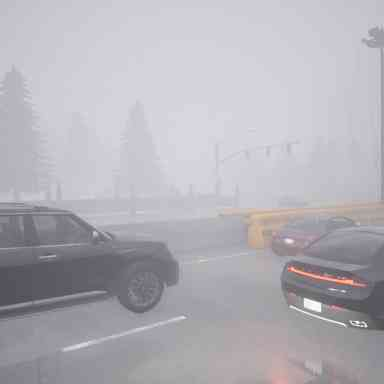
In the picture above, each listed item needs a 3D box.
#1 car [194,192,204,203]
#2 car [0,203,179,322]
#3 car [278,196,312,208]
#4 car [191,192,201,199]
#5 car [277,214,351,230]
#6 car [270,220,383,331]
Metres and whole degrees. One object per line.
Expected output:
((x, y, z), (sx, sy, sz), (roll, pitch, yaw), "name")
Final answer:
((1.615, 1.060, 54.494), (1.812, 1.442, 4.674), (-1, 1, -35), "car")
((-2.922, 1.217, 5.961), (5.566, 2.045, 2.150), (0, 0, -36), "car")
((11.438, 1.110, 37.521), (2.033, 1.411, 5.357), (-1, 0, -7), "car")
((1.044, 0.836, 76.658), (2.128, 1.511, 4.902), (-1, 1, 3), "car")
((4.610, 1.441, 11.324), (4.181, 1.385, 1.994), (-1, 1, -35), "car")
((3.798, 1.435, 6.456), (4.892, 1.490, 1.837), (-1, 1, -35), "car")
